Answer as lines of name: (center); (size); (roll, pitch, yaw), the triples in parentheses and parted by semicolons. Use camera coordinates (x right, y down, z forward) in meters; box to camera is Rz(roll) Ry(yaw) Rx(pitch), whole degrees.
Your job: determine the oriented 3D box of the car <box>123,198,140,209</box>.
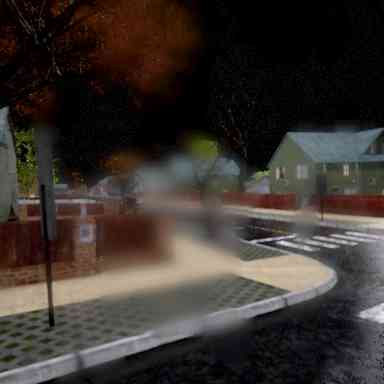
car: (-9.024, 1.665, 49.629); (1.837, 1.490, 4.892); (-3, 1, -21)
